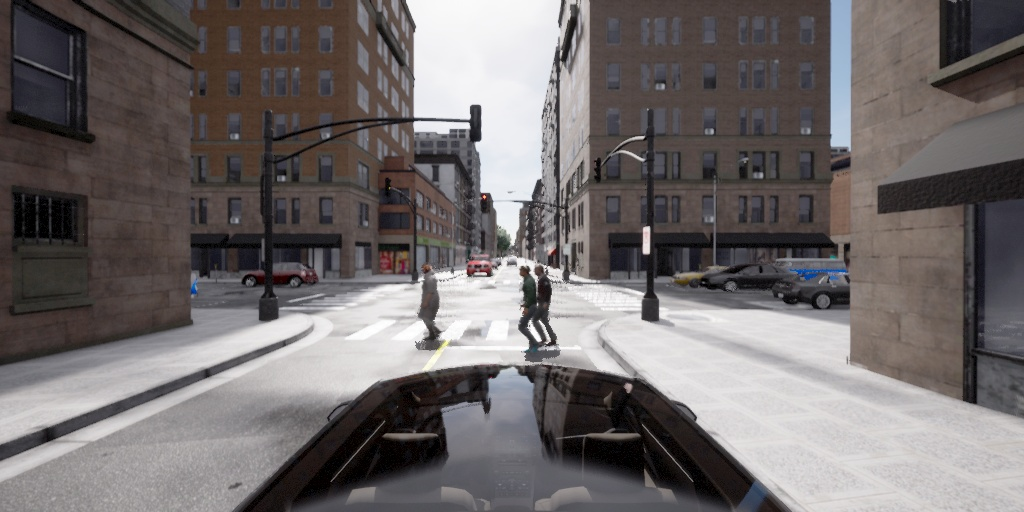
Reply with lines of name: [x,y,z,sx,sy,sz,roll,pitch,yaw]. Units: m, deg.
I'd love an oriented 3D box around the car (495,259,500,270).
car: [-3.076,1.177,50.868,1.812,1.442,4.674,0,0,0]

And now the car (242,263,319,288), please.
car: [-14.598,1.140,22.584,4.097,1.591,1.967,0,0,1]

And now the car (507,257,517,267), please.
car: [0.011,1.162,64.054,2.033,1.411,5.357,0,0,0]

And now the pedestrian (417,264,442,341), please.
pedestrian: [-1.932,1.033,8.452,0.375,1.860,0.375,0,0,0]

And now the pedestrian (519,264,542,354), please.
pedestrian: [0.345,1.035,7.244,0.375,1.860,0.375,0,0,0]

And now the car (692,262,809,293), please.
car: [12.982,1.220,19.722,4.892,1.490,1.837,0,0,1]

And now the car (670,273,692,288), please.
car: [12.426,1.232,22.298,4.829,1.417,1.751,0,0,1]

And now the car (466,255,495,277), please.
car: [-3.091,0.908,35.024,2.150,2.045,5.566,0,0,0]

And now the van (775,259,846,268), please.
van: [18.265,1.048,22.236,3.998,1.789,1.690,0,0,1]

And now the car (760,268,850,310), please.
car: [12.524,1.286,13.771,4.403,1.370,2.007,0,0,1]

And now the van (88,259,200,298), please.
van: [-14.671,1.070,14.059,3.998,1.789,1.690,0,0,1]

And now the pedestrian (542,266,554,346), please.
pedestrian: [0.654,1.034,7.852,0.375,1.860,0.375,0,0,0]
